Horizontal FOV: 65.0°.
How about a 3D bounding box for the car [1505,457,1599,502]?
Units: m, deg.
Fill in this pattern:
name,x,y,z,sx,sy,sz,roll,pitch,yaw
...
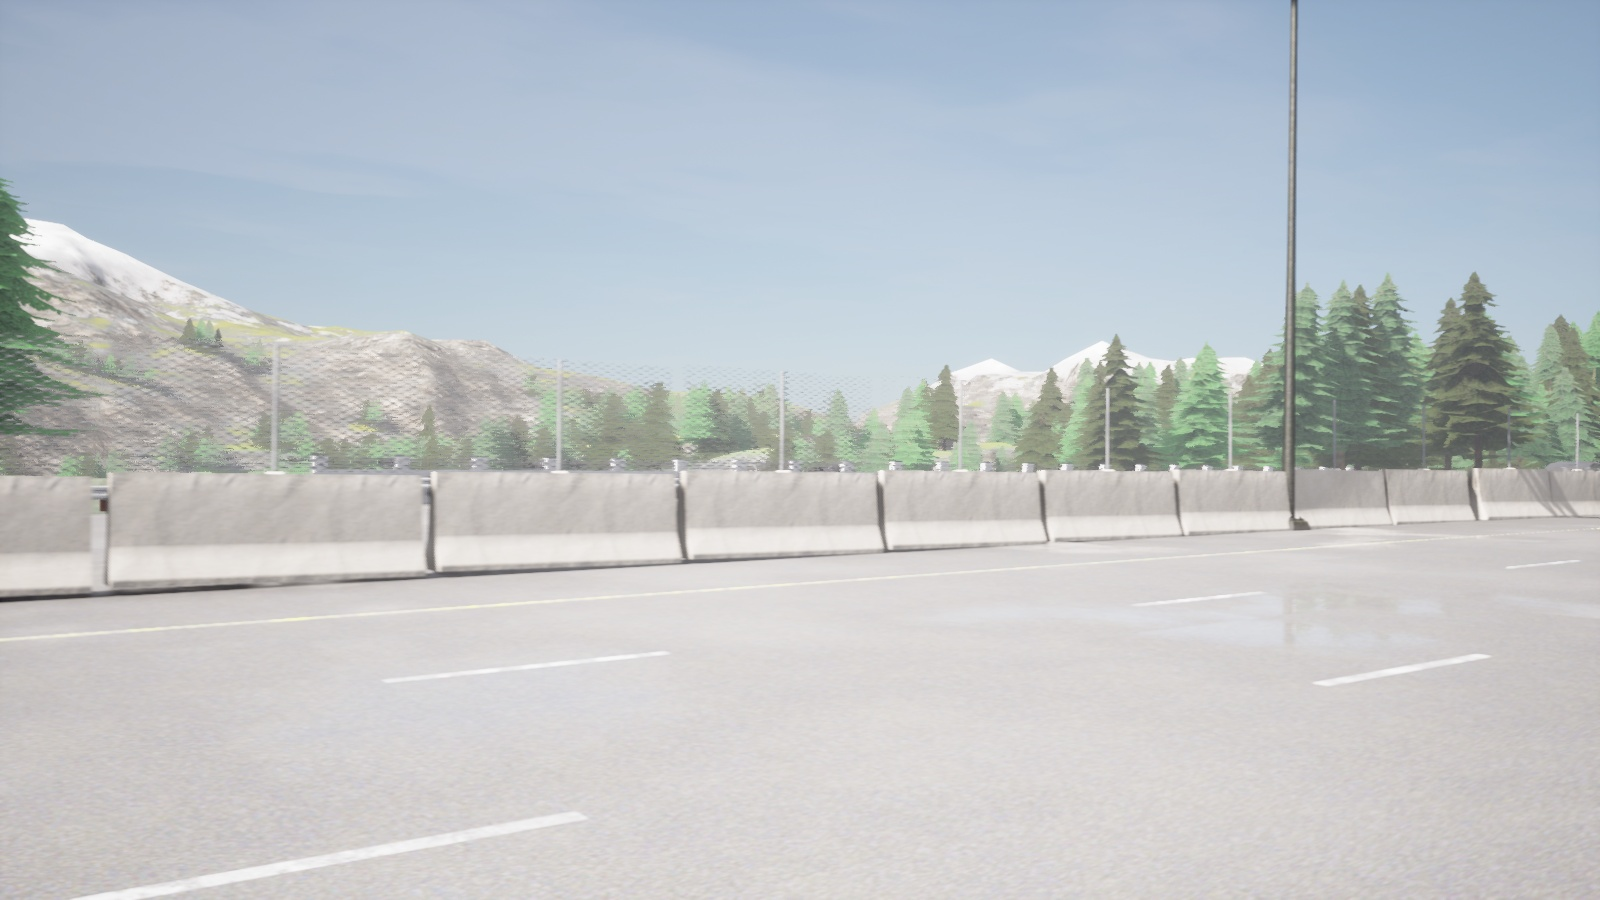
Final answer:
name,x,y,z,sx,sy,sz,roll,pitch,yaw
car,26.797,1.000,43.630,4.792,1.488,2.163,1,-1,-35
